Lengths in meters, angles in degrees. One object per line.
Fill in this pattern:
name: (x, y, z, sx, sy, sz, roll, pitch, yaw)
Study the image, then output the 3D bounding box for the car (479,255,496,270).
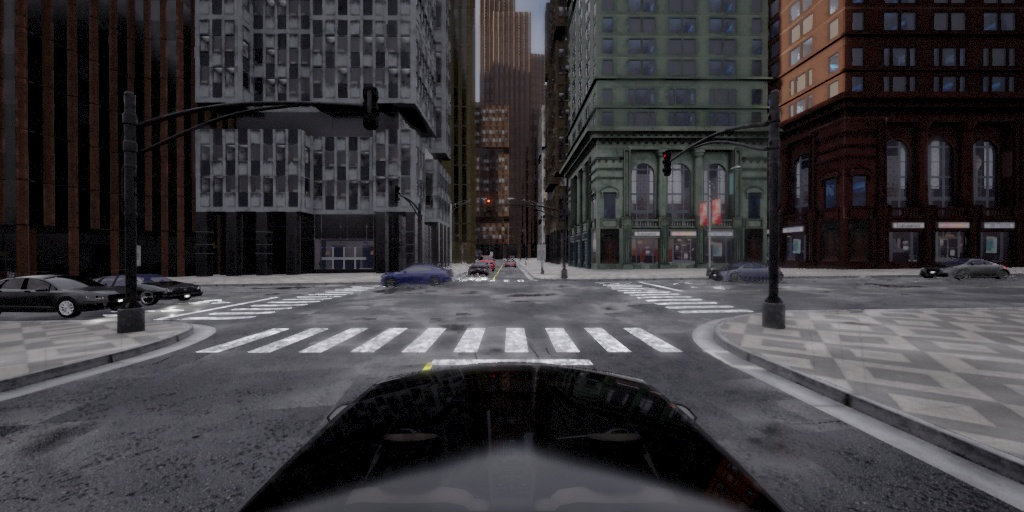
car: (-3.322, 0.934, 46.863, 2.150, 2.045, 5.566, 0, 0, -1)

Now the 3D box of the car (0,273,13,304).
car: (-27.346, 1.609, 16.938, 4.892, 1.490, 1.837, -1, 0, 0)

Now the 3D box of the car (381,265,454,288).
car: (-6.222, 1.299, 23.700, 4.674, 1.442, 1.812, -1, 0, 0)

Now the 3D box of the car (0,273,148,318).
car: (-17.418, 1.492, 13.711, 4.892, 1.490, 1.837, -1, 0, 0)

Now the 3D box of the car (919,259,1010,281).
car: (29.901, 0.878, 23.783, 4.181, 1.385, 1.994, -1, 0, 0)

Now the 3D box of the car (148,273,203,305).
car: (-17.860, 1.523, 17.017, 5.357, 1.411, 2.033, -1, 0, 5)

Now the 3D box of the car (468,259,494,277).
car: (-3.229, 1.276, 36.183, 2.033, 1.411, 5.357, 0, 0, 0)

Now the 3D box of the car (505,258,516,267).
car: (-0.252, 1.244, 62.622, 1.994, 1.385, 4.181, 0, 0, 0)

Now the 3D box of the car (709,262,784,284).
car: (15.441, 1.061, 23.748, 4.181, 1.385, 1.994, -1, 0, 0)
